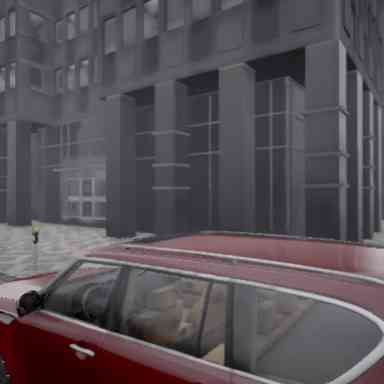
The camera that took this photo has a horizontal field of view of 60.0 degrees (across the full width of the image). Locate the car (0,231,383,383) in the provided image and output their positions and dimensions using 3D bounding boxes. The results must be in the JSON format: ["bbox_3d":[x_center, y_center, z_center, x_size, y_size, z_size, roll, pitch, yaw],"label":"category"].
[{"bbox_3d":[-0.146,1.315,3.073,5.009,1.841,2.192,0,0,36],"label":"car"}]
